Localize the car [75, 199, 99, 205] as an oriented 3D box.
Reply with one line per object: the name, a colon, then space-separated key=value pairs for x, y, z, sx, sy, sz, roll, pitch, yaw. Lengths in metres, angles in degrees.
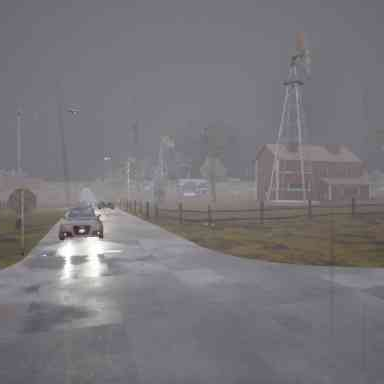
car: x=-9.210 y=1.597 z=28.057 sx=2.033 sy=1.411 sz=5.357 roll=0 pitch=0 yaw=-18

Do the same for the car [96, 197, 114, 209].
car: x=-12.357 y=1.552 z=47.418 sx=2.097 sy=1.767 sz=4.553 roll=0 pitch=0 yaw=-17

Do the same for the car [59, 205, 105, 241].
car: x=-5.607 y=1.569 z=16.881 sx=1.994 sy=1.385 sz=4.181 roll=0 pitch=0 yaw=-19

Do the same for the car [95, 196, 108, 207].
car: x=-16.498 y=1.700 z=60.277 sx=2.097 sy=1.767 sz=4.553 roll=0 pitch=-1 yaw=-18

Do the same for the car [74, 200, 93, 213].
car: x=-12.909 y=1.696 z=39.635 sx=1.994 sy=1.385 sz=4.181 roll=0 pitch=-1 yaw=-17
